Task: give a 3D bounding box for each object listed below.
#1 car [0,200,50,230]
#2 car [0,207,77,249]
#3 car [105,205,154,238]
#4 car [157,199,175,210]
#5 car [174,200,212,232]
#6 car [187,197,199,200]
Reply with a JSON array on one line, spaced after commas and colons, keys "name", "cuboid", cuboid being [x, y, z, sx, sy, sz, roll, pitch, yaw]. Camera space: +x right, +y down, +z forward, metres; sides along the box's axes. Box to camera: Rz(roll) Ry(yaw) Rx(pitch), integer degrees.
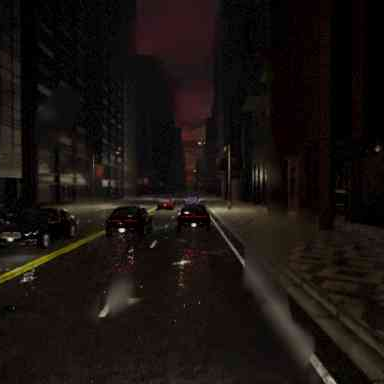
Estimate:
[{"name": "car", "cuboid": [-9.750, 1.169, 18.434, 1.994, 1.385, 4.181, 0, 0, 0]}, {"name": "car", "cuboid": [-6.576, 1.475, 14.504, 1.837, 1.490, 4.892, 0, 0, 0]}, {"name": "car", "cuboid": [-3.150, 1.469, 17.383, 1.837, 1.490, 4.892, 0, 0, 0]}, {"name": "car", "cuboid": [-3.154, 1.480, 40.826, 1.994, 1.385, 4.181, 0, 0, 0]}, {"name": "car", "cuboid": [0.100, 1.464, 19.800, 1.837, 1.490, 4.892, 0, 0, 0]}, {"name": "car", "cuboid": [0.103, 1.389, 42.742, 1.882, 1.535, 5.008, 0, 0, 0]}]
